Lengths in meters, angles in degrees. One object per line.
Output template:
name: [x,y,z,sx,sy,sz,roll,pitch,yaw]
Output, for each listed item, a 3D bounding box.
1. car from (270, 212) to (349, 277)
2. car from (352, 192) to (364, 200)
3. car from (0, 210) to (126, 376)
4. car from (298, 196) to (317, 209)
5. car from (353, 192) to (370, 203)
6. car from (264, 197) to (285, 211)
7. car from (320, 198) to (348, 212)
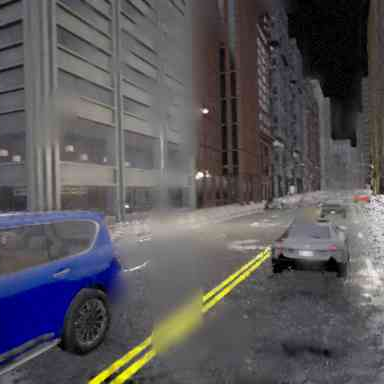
car: [3.743,1.523,10.295,1.994,1.385,4.181,-2,0,25]
car: [34.410,0.745,69.078,2.128,1.511,4.902,-2,0,25]
car: [-3.055,1.325,3.838,2.150,2.045,5.566,-2,0,25]
car: [14.413,1.298,41.514,1.812,1.442,4.674,-2,0,25]
car: [27.324,0.779,53.546,2.097,1.767,4.553,-2,0,25]
car: [9.772,1.399,39.239,1.837,1.490,4.892,-2,0,25]
car: [11.928,1.306,27.987,1.837,1.490,4.892,-2,0,25]
